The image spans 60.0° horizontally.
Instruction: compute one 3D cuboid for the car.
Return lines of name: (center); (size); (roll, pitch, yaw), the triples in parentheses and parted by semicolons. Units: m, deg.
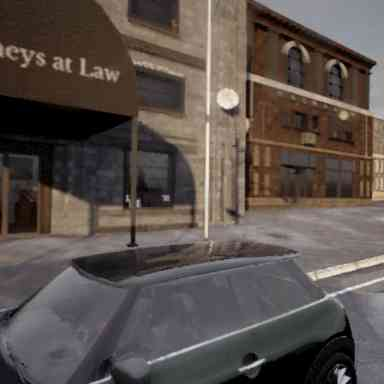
car: (-0.566, 1.353, 2.973); (4.553, 1.767, 2.097); (0, 0, -35)
